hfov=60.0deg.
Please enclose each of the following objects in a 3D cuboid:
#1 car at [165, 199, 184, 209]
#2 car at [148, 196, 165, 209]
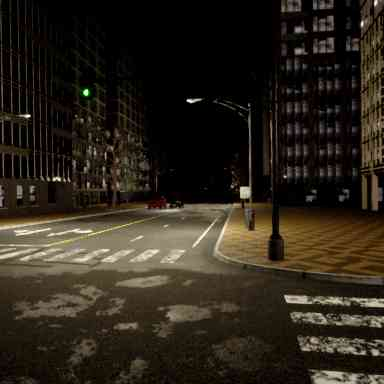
[{"bbox_3d":[-2.493,1.983,54.950,2.128,1.511,4.902,-1,-1,8],"label":"car"},{"bbox_3d":[-5.719,1.753,55.369,2.150,2.045,5.566,-1,-1,8],"label":"car"}]
